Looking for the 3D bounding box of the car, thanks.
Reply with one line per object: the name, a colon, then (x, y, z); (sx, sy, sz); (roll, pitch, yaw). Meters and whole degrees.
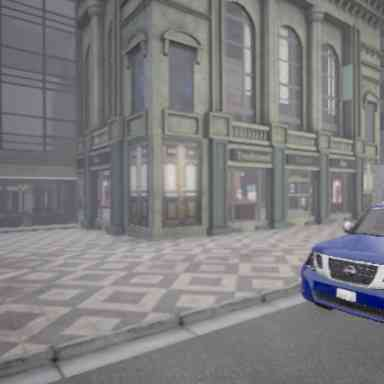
car: (4.583, 1.187, 6.609); (5.566, 2.045, 2.150); (0, 0, -35)
